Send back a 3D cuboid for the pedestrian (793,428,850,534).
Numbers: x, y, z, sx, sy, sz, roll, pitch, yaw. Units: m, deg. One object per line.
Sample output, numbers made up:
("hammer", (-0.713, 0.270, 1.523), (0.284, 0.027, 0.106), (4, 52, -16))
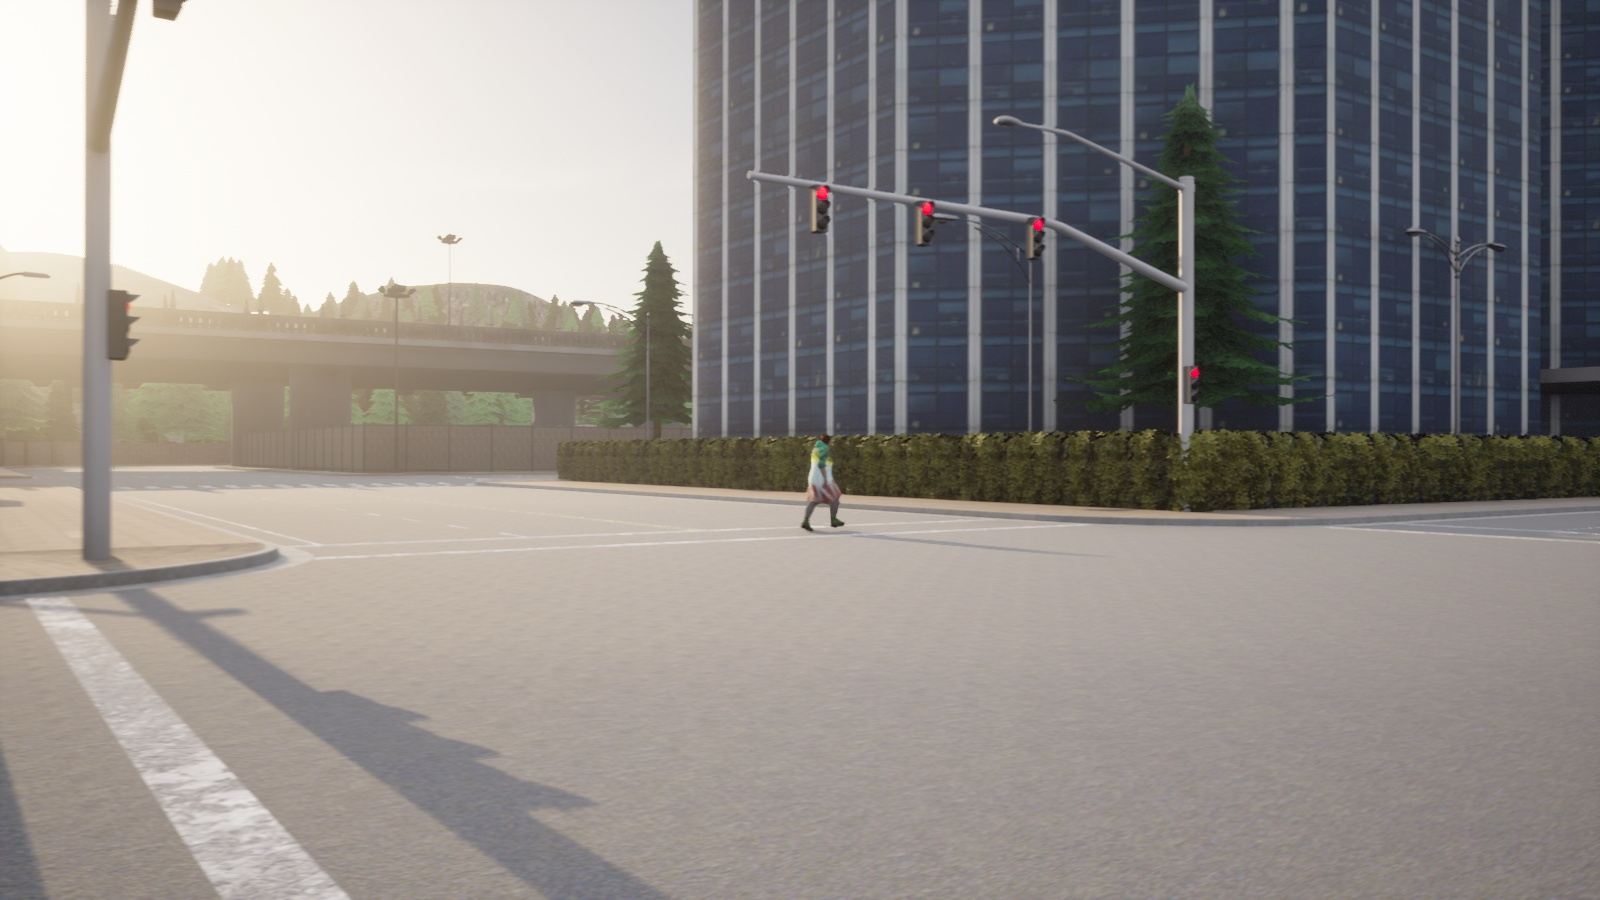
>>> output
("pedestrian", (0.408, 0.571, 23.738), (0.873, 1.952, 0.659), (0, 0, -27))
